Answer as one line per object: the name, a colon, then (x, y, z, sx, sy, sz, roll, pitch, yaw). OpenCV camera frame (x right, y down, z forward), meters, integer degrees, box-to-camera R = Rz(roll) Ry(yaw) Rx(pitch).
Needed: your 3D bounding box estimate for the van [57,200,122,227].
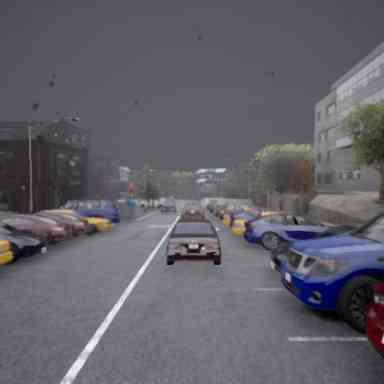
van: (-7.819, 1.615, 25.698, 4.442, 1.987, 1.878, 0, -1, 0)

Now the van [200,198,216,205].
van: (4.451, 2.647, 93.025, 4.442, 1.987, 1.878, 0, 0, 0)

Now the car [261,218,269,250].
car: (4.613, 1.615, 9.224, 4.792, 1.488, 2.163, 0, -1, 0)

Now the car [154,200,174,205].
car: (-7.574, 2.824, 89.634, 5.366, 1.575, 1.946, 0, -1, 0)

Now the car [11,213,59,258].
car: (-7.661, 1.657, 11.866, 4.792, 1.488, 2.163, 0, -1, 0)

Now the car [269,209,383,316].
car: (4.616, 1.291, 6.435, 5.566, 2.045, 2.435, 0, -1, 0)

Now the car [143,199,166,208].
car: (-7.710, 2.383, 68.945, 4.553, 1.767, 2.185, 0, -1, 0)

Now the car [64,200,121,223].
car: (-7.728, 1.547, 22.907, 5.566, 2.045, 2.435, 0, -1, 0)

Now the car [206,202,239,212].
car: (4.633, 2.261, 51.126, 4.792, 1.488, 2.163, 0, -1, 0)

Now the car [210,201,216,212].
car: (4.626, 1.974, 34.365, 4.892, 1.521, 2.231, 0, -1, 0)

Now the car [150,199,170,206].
car: (-7.783, 2.566, 80.821, 4.553, 1.767, 2.185, 0, -1, 0)

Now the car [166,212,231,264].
car: (0.061, 1.703, 12.399, 2.033, 1.411, 5.357, 0, -1, 0)

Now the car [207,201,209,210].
car: (4.610, 2.061, 40.076, 5.008, 1.535, 2.097, 0, -1, 0)

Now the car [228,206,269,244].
car: (4.820, 1.711, 17.605, 5.366, 1.575, 1.946, 0, -1, 0)

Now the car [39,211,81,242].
car: (-7.689, 1.711, 14.655, 4.674, 1.452, 2.002, 0, -1, 0)

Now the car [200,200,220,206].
car: (4.569, 2.752, 84.769, 4.892, 1.521, 2.231, 0, -1, 0)

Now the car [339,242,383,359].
car: (4.647, 1.504, 3.697, 5.008, 1.535, 2.097, 0, -1, 0)

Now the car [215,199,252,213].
car: (4.593, 1.761, 28.782, 4.553, 1.767, 2.185, 0, -1, 0)

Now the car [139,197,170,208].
car: (-7.767, 2.213, 66.134, 5.566, 2.045, 2.435, 0, -1, 0)

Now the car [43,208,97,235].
car: (-7.692, 1.752, 17.322, 4.674, 1.452, 2.002, 0, -1, 0)

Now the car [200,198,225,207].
car: (4.554, 2.368, 76.268, 5.566, 2.045, 2.435, 0, -1, 0)

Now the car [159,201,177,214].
car: (-3.128, 2.224, 45.131, 1.994, 1.385, 4.181, 0, -1, 0)

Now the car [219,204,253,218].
car: (4.815, 1.798, 23.192, 5.366, 1.575, 1.946, 0, -1, 0)

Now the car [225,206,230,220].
car: (4.661, 1.787, 20.399, 4.792, 1.488, 2.163, 0, -1, 0)

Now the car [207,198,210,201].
car: (4.643, 1.977, 42.748, 4.553, 1.767, 2.185, 0, -1, 0)

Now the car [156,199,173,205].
car: (-7.731, 2.743, 92.577, 4.553, 1.767, 2.185, 0, -1, 0)

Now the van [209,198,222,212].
van: (4.501, 1.790, 37.161, 4.442, 1.987, 1.878, 0, -1, 0)

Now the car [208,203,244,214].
car: (4.607, 2.186, 45.537, 4.674, 1.452, 2.002, 0, -1, 0)

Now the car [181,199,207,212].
car: (0.056, 1.797, 31.119, 2.097, 1.767, 4.553, 0, -1, 0)

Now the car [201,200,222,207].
car: (4.574, 2.663, 79.058, 5.008, 1.535, 2.097, 0, -1, 0)

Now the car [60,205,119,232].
car: (-7.512, 1.754, 20.238, 5.366, 1.575, 1.946, 0, -1, 0)

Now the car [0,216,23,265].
car: (-7.873, 1.581, 9.075, 5.366, 1.575, 1.946, 0, -1, 0)
